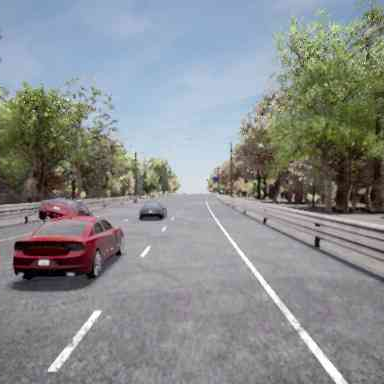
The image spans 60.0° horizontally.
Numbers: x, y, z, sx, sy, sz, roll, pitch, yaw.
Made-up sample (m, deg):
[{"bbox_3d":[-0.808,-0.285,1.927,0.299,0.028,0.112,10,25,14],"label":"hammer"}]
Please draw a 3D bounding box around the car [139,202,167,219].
[{"bbox_3d":[-3.207,1.499,28.207,1.994,1.385,4.181,0,0,1],"label":"car"}]

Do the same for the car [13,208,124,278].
[{"bbox_3d":[-3.376,1.456,10.071,1.882,1.535,5.008,0,0,0],"label":"car"}]

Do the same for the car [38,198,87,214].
[{"bbox_3d":[-6.666,1.163,18.340,1.994,1.385,4.181,14,-11,2],"label":"car"}]
